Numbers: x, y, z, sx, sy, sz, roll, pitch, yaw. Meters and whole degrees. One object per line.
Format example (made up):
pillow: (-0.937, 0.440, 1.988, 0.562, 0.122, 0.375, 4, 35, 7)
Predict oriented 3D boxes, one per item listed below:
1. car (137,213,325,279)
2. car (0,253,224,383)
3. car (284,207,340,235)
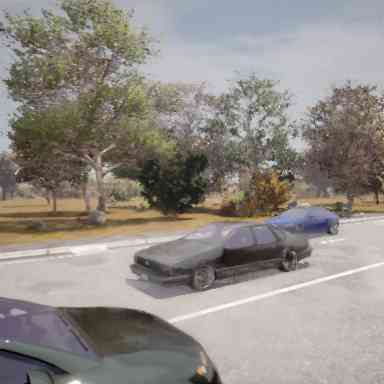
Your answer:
car: (1.083, 1.525, 9.091, 5.357, 1.411, 2.033, 0, 0, -36)
car: (-1.765, 1.566, 2.519, 4.181, 1.385, 1.994, 0, 0, -35)
car: (5.549, 1.470, 16.629, 4.674, 1.442, 1.812, 0, 0, -36)
